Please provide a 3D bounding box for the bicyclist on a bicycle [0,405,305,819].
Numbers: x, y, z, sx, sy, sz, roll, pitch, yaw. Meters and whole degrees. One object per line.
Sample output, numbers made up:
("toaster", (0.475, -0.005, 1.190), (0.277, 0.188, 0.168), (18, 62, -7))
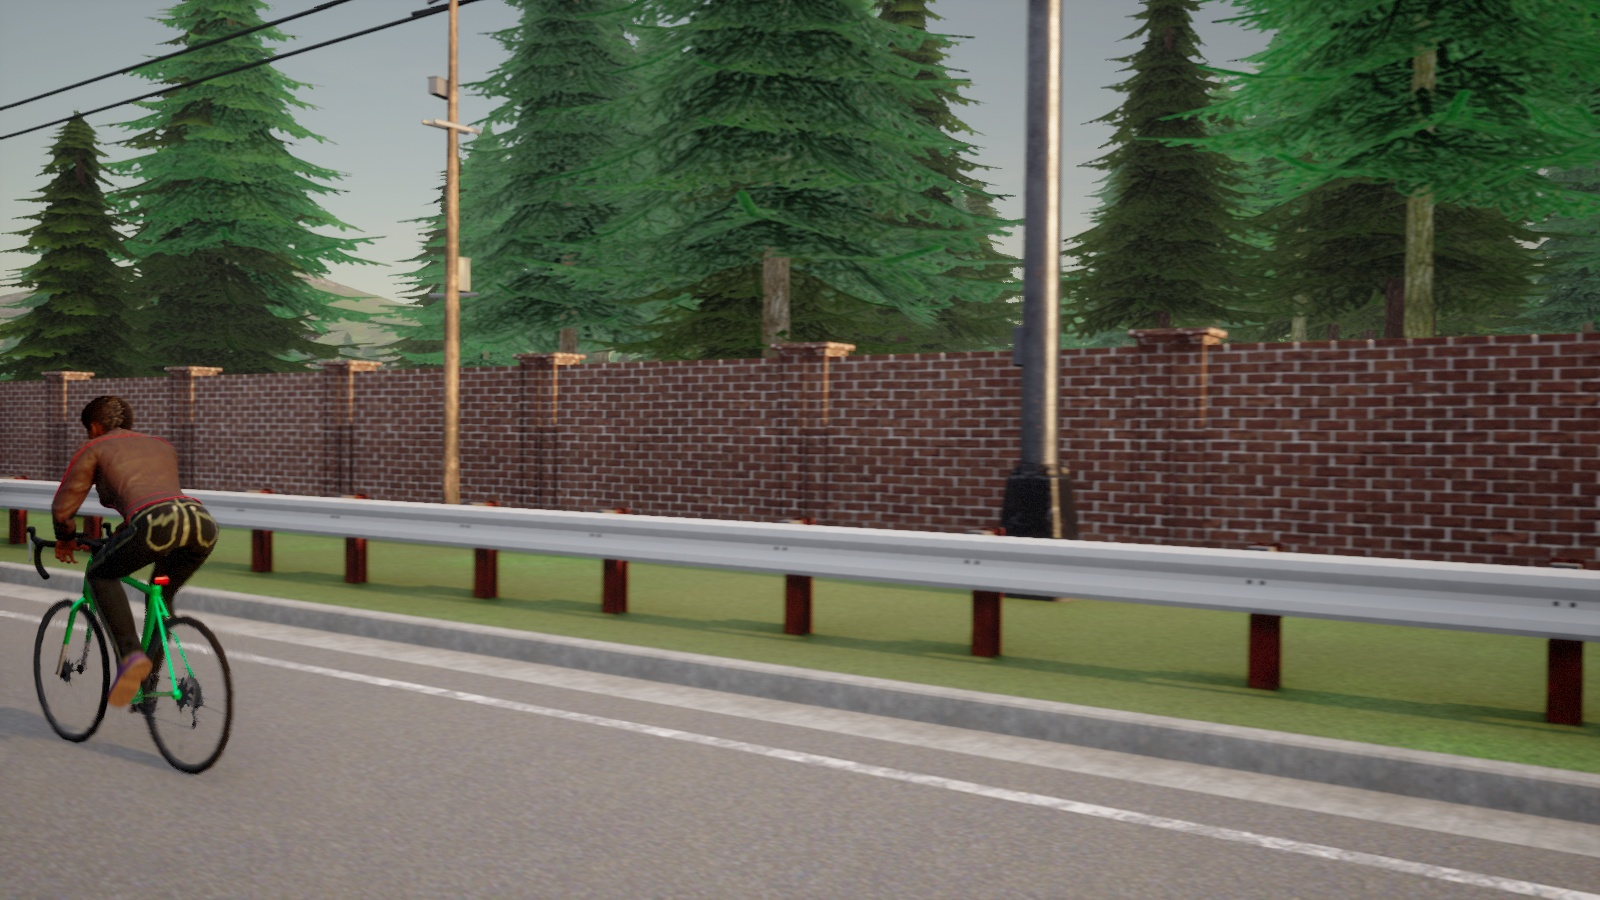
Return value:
("bicyclist on a bicycle", (-2.989, 0.635, 5.606), (1.656, 1.620, 0.582), (0, 1, 34))
